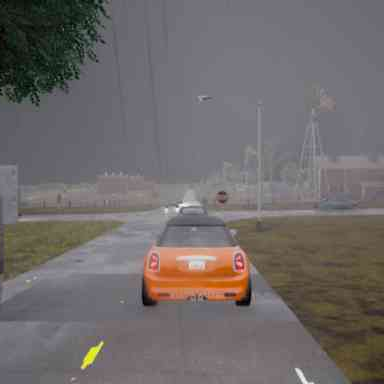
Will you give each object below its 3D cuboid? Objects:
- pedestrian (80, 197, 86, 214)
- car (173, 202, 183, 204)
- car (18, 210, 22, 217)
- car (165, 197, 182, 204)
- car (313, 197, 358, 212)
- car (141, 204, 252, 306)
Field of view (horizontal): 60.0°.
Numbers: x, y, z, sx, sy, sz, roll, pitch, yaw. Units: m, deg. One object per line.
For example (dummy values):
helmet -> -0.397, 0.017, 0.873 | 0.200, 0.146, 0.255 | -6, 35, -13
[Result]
pedestrian -> -12.201, 1.475, 37.138 | 0.375, 1.860, 0.375 | 0, 2, 0
car -> 0.022, 1.507, 18.246 | 1.837, 1.490, 4.892 | 0, 0, -2
car -> -18.290, 1.932, 31.192 | 4.181, 1.385, 1.994 | -1, 1, 0
car -> -2.901, 1.596, 48.640 | 1.837, 1.490, 4.892 | 0, 0, 0
car -> 14.659, 1.252, 34.007 | 4.181, 1.385, 1.994 | -1, 1, 0
car -> 0.084, 1.347, 8.173 | 2.097, 1.767, 4.553 | 0, 0, 0
